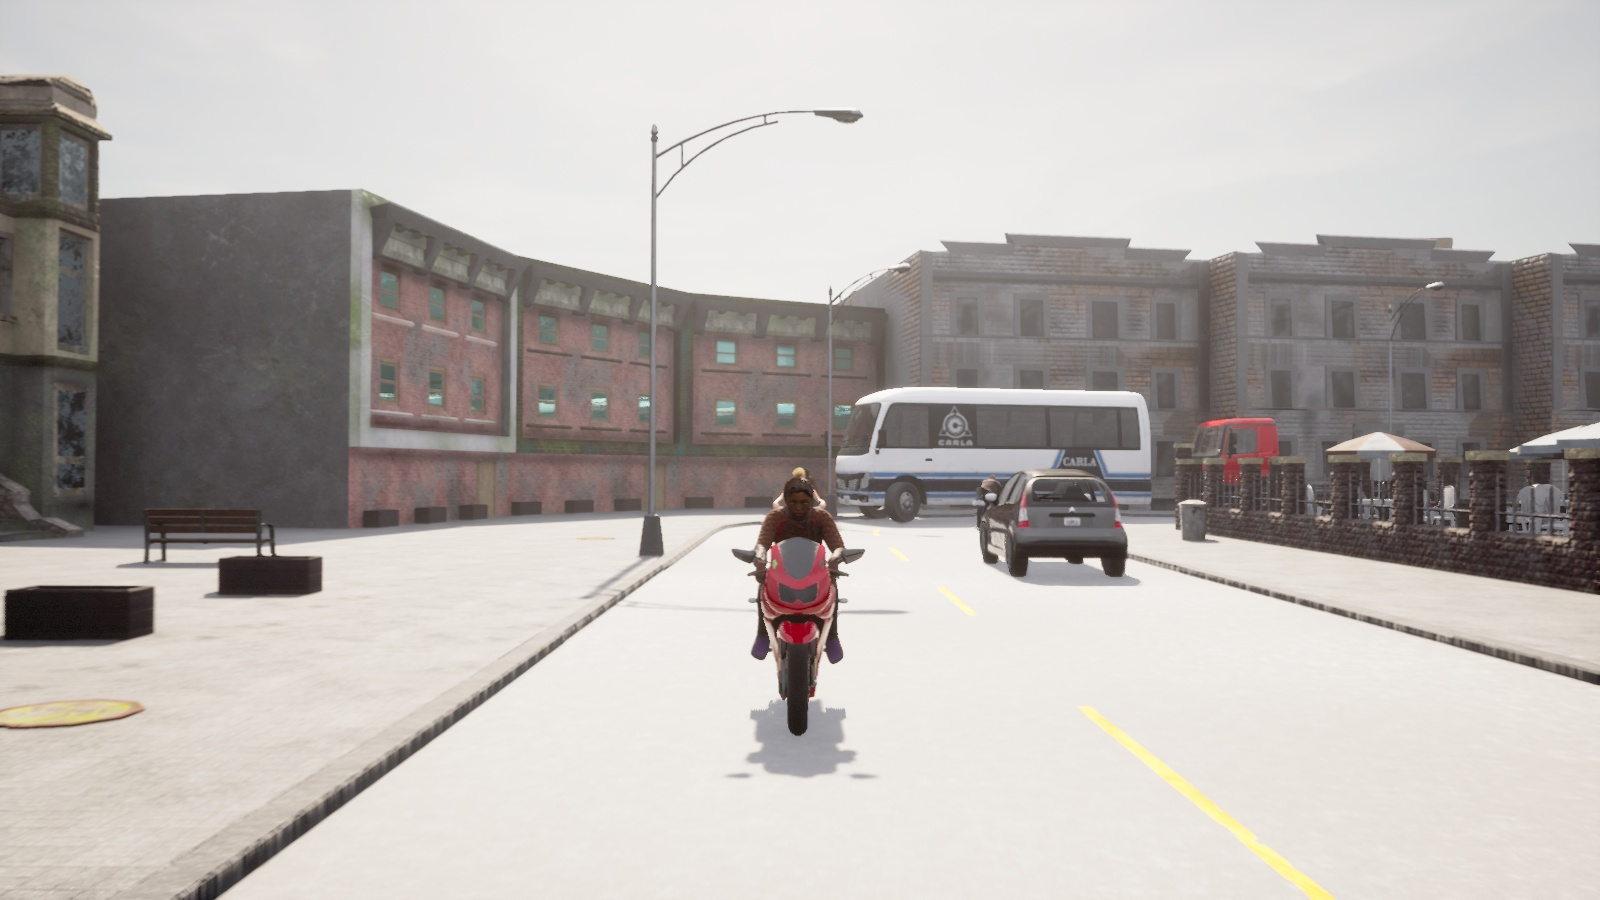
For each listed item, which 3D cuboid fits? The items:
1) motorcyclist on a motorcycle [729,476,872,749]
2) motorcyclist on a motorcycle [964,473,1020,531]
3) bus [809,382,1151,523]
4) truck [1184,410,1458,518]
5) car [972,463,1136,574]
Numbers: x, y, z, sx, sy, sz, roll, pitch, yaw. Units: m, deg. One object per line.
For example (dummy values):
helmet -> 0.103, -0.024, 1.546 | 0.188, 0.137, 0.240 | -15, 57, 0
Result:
motorcyclist on a motorcycle -> 0.002, 0.932, 8.081 | 0.797, 1.523, 2.044 | 0, -1, 0
motorcyclist on a motorcycle -> 5.393, 1.421, 35.123 | 0.866, 1.530, 2.191 | 1, 0, 27
bus -> 5.776, 0.104, 40.852 | 10.273, 4.253, 3.944 | 0, -1, -15
truck -> 17.289, 0.475, 42.058 | 7.936, 3.462, 2.891 | 0, -1, 0
car -> 4.006, 1.041, 20.436 | 1.851, 1.617, 3.988 | 0, -1, 0
